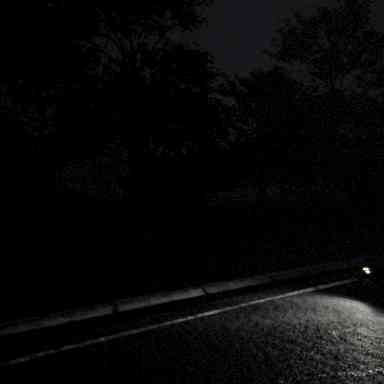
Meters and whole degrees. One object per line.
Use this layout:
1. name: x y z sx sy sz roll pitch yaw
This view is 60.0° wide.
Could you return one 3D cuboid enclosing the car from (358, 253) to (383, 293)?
1. car: 6.227 1.545 7.612 5.357 1.411 2.033 0 1 -29
